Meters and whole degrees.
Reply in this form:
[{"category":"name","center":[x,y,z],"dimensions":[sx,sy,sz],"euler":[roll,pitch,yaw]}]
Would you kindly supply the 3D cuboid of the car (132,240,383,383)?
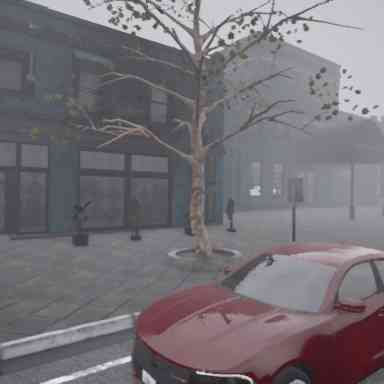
[{"category":"car","center":[1.631,1.491,4.548],"dimensions":[5.008,1.535,1.882],"euler":[0,0,-36]}]
